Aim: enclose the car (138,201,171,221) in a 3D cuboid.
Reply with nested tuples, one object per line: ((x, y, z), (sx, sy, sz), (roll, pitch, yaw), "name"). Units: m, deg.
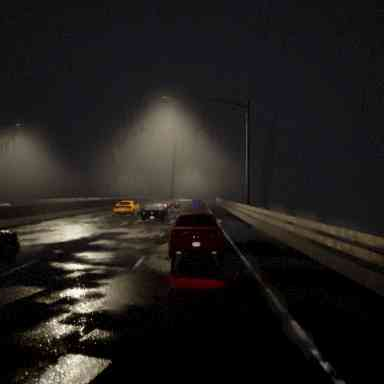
((-3.153, 1.737, 28.857), (1.895, 1.301, 4.718), (0, 0, 1), "car")

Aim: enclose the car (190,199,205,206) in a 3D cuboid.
((0.774, 1.719, 47.593), (1.882, 1.535, 5.008), (0, 0, 2), "car")

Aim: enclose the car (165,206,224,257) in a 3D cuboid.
((0.158, 1.537, 13.212), (1.882, 1.535, 5.008), (0, 0, 0), "car")

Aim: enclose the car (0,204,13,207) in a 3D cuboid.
((-17.250, 1.735, 29.614), (1.895, 1.301, 4.718), (0, 0, 1), "car")

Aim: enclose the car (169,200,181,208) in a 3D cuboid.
((-2.660, 1.857, 50.114), (1.895, 1.301, 4.718), (0, 0, 2), "car")

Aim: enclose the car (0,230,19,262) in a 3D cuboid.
((-6.870, 1.530, 9.488), (2.128, 1.511, 4.902), (0, 0, 0), "car")

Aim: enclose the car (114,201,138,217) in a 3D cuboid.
((-6.555, 1.639, 33.973), (1.882, 1.535, 5.008), (0, 0, 1), "car")
